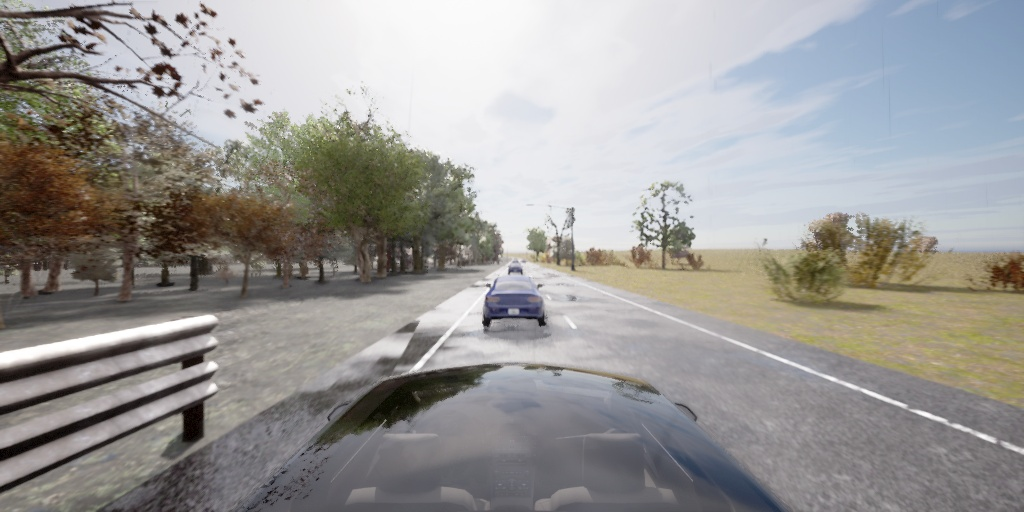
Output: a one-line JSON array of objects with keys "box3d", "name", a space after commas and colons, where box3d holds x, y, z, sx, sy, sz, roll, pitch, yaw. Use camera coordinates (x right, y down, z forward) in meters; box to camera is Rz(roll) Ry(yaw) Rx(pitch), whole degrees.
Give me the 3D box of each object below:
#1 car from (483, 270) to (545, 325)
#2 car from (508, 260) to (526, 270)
[{"box3d": [0.072, 1.361, 12.025, 1.812, 1.442, 4.674, 0, 0, 1], "name": "car"}, {"box3d": [0.441, 1.622, 45.378, 1.812, 1.442, 4.674, 0, 0, 1], "name": "car"}]
